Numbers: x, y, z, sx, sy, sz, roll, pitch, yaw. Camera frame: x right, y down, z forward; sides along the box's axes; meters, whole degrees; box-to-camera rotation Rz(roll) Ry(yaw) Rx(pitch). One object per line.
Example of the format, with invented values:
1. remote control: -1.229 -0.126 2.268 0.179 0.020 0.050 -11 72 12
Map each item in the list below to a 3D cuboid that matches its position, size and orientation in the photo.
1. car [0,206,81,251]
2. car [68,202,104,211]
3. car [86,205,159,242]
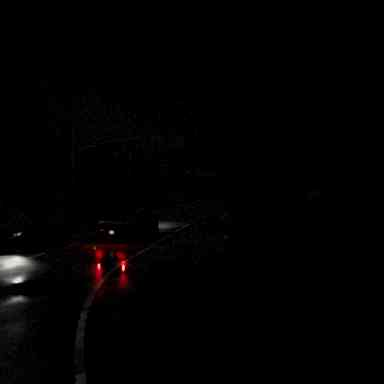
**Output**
1. car: -6.950 1.578 14.573 1.812 1.442 4.674 0 0 8
2. car: -11.828 1.742 37.363 4.718 1.301 1.895 0 0 10
3. car: -3.076 1.542 16.802 2.128 1.511 4.902 0 0 10
